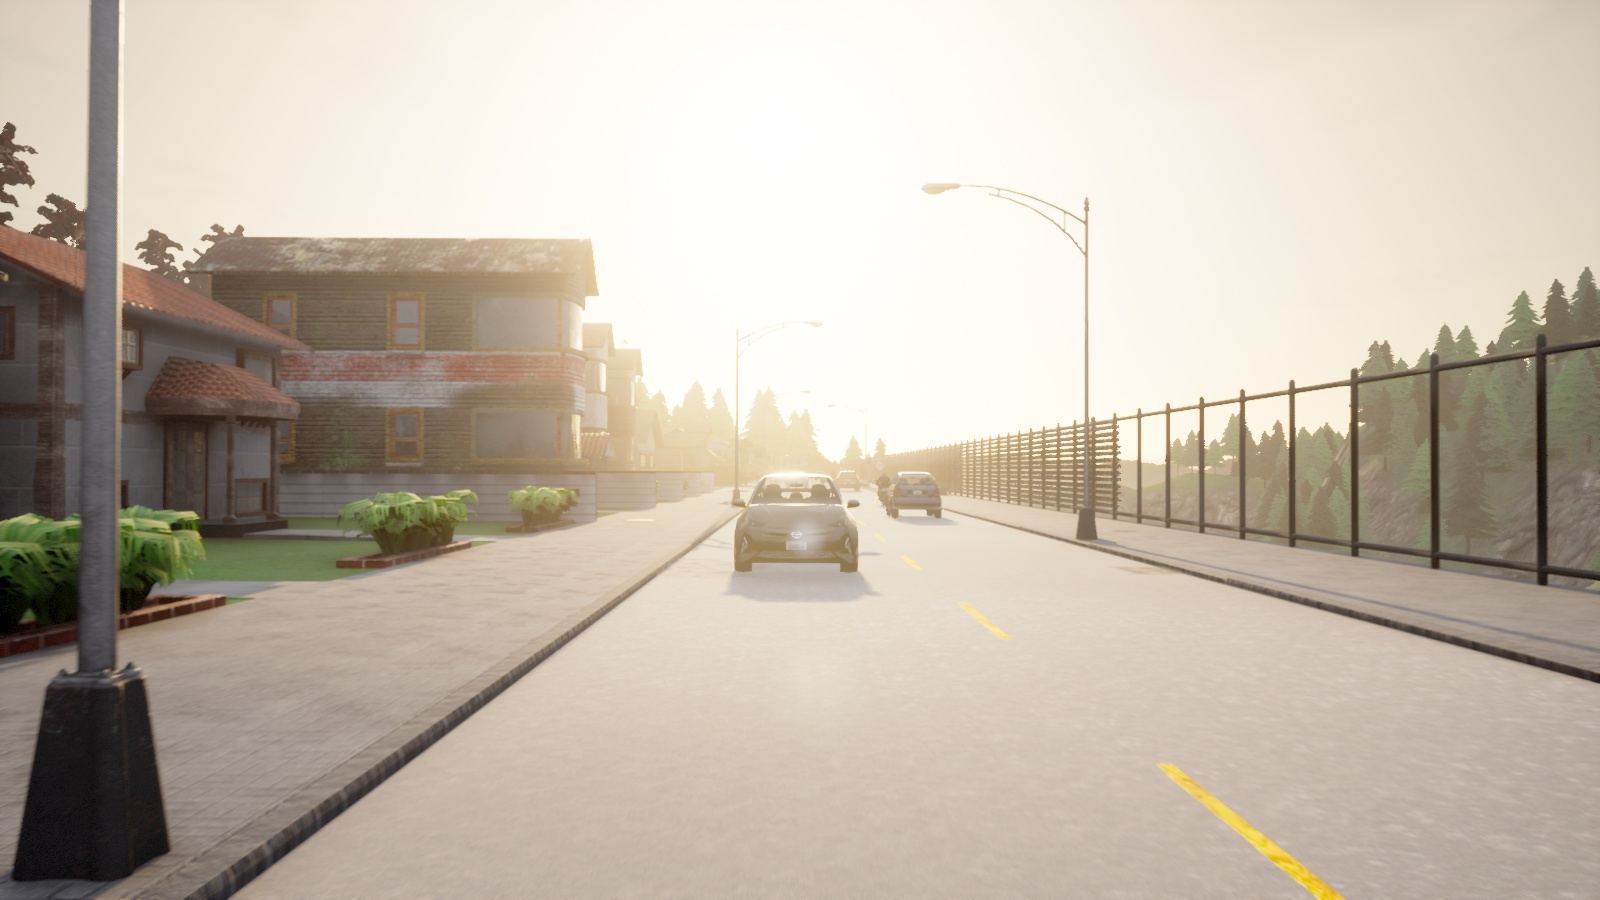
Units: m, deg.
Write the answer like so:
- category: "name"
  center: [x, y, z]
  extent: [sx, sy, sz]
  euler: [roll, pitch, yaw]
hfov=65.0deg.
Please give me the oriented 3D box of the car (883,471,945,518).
- category: "car"
  center: [3.894, 1.506, 43.505]
  extent: [1.789, 1.549, 3.705]
  euler: [0, -1, 0]

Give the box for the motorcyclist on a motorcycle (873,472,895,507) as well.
- category: "motorcyclist on a motorcycle"
  center: [3.860, 1.801, 57.727]
  extent: [0.866, 1.530, 2.191]
  euler: [0, -1, 0]

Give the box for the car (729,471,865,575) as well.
- category: "car"
  center: [-0.051, 1.109, 20.743]
  extent: [2.007, 1.525, 4.514]
  euler: [0, -1, 0]
